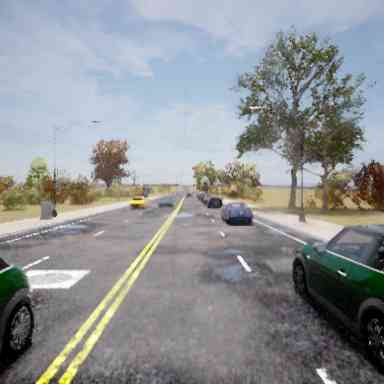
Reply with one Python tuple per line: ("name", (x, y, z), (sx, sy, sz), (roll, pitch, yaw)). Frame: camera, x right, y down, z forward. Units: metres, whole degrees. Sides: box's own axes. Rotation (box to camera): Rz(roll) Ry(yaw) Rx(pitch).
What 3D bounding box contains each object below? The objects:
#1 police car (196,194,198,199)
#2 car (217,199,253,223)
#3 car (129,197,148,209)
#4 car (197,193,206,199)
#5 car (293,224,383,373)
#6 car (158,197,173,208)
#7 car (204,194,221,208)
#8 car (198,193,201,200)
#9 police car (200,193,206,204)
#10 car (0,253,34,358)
("police car", (2.625, 1.126, 77.839), (1.930, 1.638, 5.238), (0, 0, -1))
("car", (3.278, 1.466, 24.802), (2.033, 1.411, 5.357), (0, 0, 0))
("car", (-6.783, 1.334, 42.374), (1.882, 1.535, 5.008), (0, 0, 0))
("car", (2.467, 1.151, 88.758), (2.163, 1.488, 4.792), (0, 0, -1))
("car", (3.342, 1.334, 5.742), (2.097, 1.767, 4.553), (0, 0, 0))
("car", (-3.558, 1.389, 46.115), (2.033, 1.411, 5.357), (0, 0, 0))
("car", (3.036, 1.323, 44.705), (1.882, 1.535, 5.008), (0, 0, -1))
("car", (2.784, 1.256, 66.756), (2.163, 1.488, 4.792), (0, 0, -1))
("police car", (2.923, 1.306, 55.716), (2.038, 1.542, 4.974), (0, 0, -1))
("car", (-3.355, 1.343, 2.931), (2.097, 1.767, 4.553), (0, 0, 0))
